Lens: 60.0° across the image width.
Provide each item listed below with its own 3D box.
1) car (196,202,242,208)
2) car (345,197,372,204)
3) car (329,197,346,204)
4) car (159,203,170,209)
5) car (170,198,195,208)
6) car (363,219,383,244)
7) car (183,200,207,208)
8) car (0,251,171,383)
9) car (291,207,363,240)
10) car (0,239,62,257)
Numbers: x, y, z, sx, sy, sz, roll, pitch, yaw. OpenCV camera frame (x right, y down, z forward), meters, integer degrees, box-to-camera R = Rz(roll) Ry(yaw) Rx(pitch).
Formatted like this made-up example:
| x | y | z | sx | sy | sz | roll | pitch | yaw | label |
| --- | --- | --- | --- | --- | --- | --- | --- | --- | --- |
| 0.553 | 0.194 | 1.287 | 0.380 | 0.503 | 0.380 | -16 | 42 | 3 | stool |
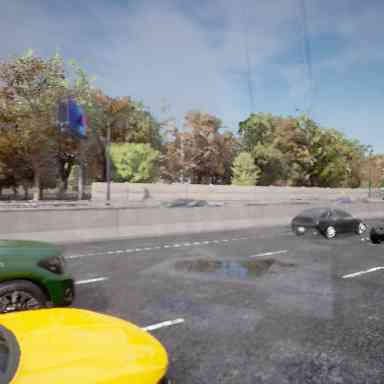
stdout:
| x | y | z | sx | sy | sz | roll | pitch | yaw | label |
| --- | --- | --- | --- | --- | --- | --- | --- | --- | --- |
| 2.963 | 1.691 | 27.592 | 4.718 | 1.301 | 1.895 | 0 | 0 | -35 | car |
| 27.059 | 1.844 | 53.259 | 4.674 | 1.442 | 1.812 | 0 | 0 | -35 | car |
| 25.122 | 1.673 | 56.176 | 4.553 | 1.767 | 2.097 | 1 | -1 | -35 | car |
| -1.399 | 1.455 | 37.369 | 4.553 | 1.767 | 2.097 | 0 | 0 | -35 | car |
| 0.495 | 1.627 | 34.423 | 4.674 | 1.442 | 1.812 | 0 | 0 | -35 | car |
| 9.947 | 1.645 | 15.131 | 4.181 | 1.385 | 1.994 | 0 | 0 | -36 | car |
| 1.894 | 1.698 | 31.126 | 4.718 | 1.301 | 1.895 | 0 | 0 | -35 | car |
| -2.451 | 1.474 | 1.996 | 5.008 | 1.535 | 1.882 | 0 | 0 | -36 | car |
| 7.282 | 1.582 | 17.532 | 4.892 | 1.490 | 1.837 | 0 | 0 | -35 | car |
| -4.634 | 1.217 | 4.742 | 5.566 | 2.045 | 2.150 | 0 | 0 | -35 | car |
